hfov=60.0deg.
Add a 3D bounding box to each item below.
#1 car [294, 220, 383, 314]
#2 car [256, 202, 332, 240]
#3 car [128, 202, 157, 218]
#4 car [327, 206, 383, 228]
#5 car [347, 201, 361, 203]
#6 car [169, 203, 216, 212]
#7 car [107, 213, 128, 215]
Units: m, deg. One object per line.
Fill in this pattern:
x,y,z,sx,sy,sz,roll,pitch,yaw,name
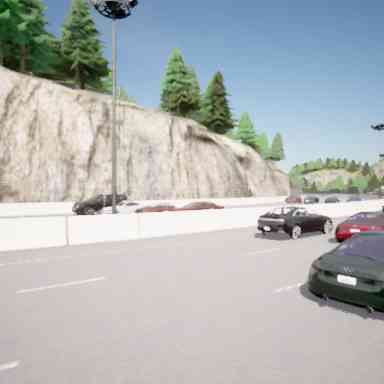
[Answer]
4.383,1.556,7.242,4.181,1.385,1.994,0,0,-38,car
5.360,1.483,17.049,4.902,1.511,2.128,0,0,-40,car
-2.908,1.581,28.641,4.181,1.385,1.994,0,0,-41,car
8.153,1.548,14.843,4.181,1.385,1.994,0,0,-40,car
28.106,1.472,57.265,1.812,1.442,4.674,0,0,36,car
0.515,1.485,26.969,5.008,1.535,1.882,0,0,-41,car
-6.048,1.551,30.557,4.674,1.442,1.812,0,0,-40,car
